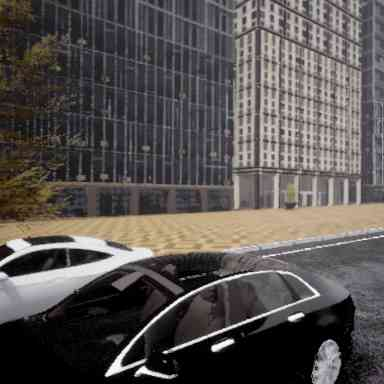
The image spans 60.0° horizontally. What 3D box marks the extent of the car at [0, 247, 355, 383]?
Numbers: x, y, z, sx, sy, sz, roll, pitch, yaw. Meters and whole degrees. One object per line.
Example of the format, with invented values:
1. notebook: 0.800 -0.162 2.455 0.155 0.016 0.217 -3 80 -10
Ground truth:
1. car: -0.195 1.494 3.527 4.892 1.490 1.837 0 0 -35

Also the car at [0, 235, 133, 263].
1. car: -2.752 1.520 5.697 4.674 1.442 1.812 0 0 -35
